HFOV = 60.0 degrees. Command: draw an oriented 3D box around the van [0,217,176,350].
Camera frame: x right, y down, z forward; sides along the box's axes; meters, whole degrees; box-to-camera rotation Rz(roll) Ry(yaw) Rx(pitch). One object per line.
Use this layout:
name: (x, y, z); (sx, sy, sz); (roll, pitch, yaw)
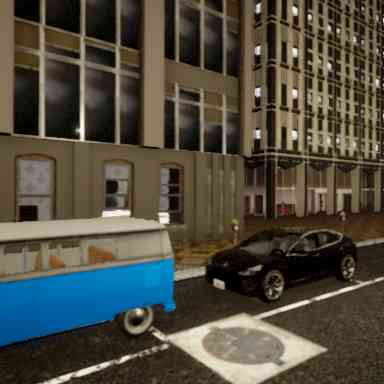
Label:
van: (-2.176, 1.337, 4.997); (3.998, 1.788, 1.690); (0, 1, -36)

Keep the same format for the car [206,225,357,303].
car: (2.353, 1.539, 8.194); (4.313, 1.339, 1.947); (0, 1, -35)
